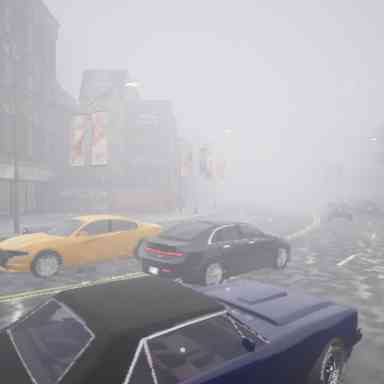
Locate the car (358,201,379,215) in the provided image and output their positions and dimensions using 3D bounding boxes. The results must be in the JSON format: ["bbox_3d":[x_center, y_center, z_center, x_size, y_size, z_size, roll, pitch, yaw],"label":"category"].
[{"bbox_3d":[17.255,1.548,33.669,1.994,1.385,4.181,0,0,12],"label":"car"}]

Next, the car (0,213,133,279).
[{"bbox_3d":[-3.152,1.467,10.281,5.008,1.535,1.882,0,0,-43],"label":"car"}]

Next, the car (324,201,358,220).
[{"bbox_3d":[12.274,1.533,27.994,2.033,1.411,5.357,0,0,19],"label":"car"}]

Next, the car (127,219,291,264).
[{"bbox_3d":[0.874,1.498,9.098,4.892,1.490,1.837,0,1,-44],"label":"car"}]

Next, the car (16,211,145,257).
[{"bbox_3d":[-4.400,1.587,13.761,1.895,1.301,4.718,0,0,44],"label":"car"}]

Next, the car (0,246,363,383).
[{"bbox_3d":[-0.231,1.598,3.364,4.718,1.301,1.895,0,0,-38],"label":"car"}]
